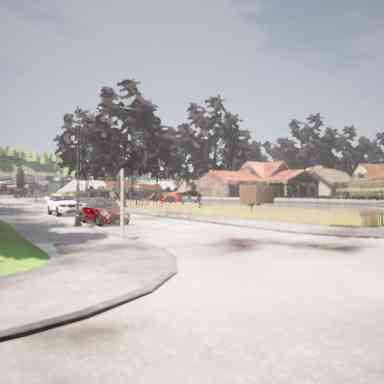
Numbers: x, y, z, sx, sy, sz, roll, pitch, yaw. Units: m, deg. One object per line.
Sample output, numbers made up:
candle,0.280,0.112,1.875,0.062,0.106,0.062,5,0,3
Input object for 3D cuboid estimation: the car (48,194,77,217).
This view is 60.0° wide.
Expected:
car,-12.129,1.197,31.622,2.150,2.045,5.566,0,0,-35

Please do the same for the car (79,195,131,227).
car,-6.000,1.327,23.011,2.097,1.767,4.553,0,0,-36
